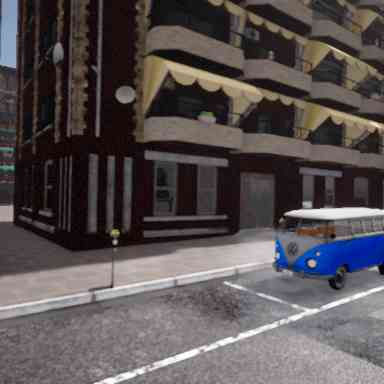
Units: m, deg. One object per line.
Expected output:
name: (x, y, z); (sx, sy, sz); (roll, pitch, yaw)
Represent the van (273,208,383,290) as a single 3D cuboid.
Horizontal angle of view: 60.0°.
van: (3.926, 1.345, 8.859); (3.998, 1.788, 1.690); (0, 2, -35)
